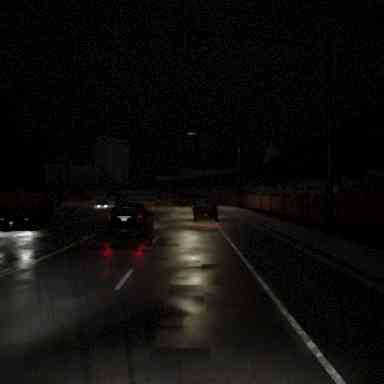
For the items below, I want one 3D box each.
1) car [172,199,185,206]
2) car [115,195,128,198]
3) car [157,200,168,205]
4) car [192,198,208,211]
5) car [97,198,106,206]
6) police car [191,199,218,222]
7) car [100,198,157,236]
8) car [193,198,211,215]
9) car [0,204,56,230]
[{"bbox_3d":[-2.674,1.986,63.532,1.895,1.301,4.718,0,-2,-13],"label":"car"},{"bbox_3d":[-13.340,1.592,62.850,2.150,2.045,5.566,1,-2,-12],"label":"car"},{"bbox_3d":[-7.168,2.507,78.566,1.895,1.301,4.718,1,-3,-21],"label":"car"},{"bbox_3d":[0.987,1.627,43.210,1.837,1.490,4.892,0,0,-2],"label":"car"},{"bbox_3d":[-17.090,1.899,63.505,2.128,1.511,4.902,0,-2,-14],"label":"car"},{"bbox_3d":[1.054,1.498,27.093,1.930,1.638,5.238,0,0,0],"label":"police car"},{"bbox_3d":[-3.397,1.403,18.771,2.097,1.767,4.553,0,0,0],"label":"car"},{"bbox_3d":[1.055,1.555,37.177,1.801,1.575,5.366,0,0,0],"label":"car"},{"bbox_3d":[-10.596,1.565,21.901,1.837,1.490,4.892,0,0,0],"label":"car"}]
